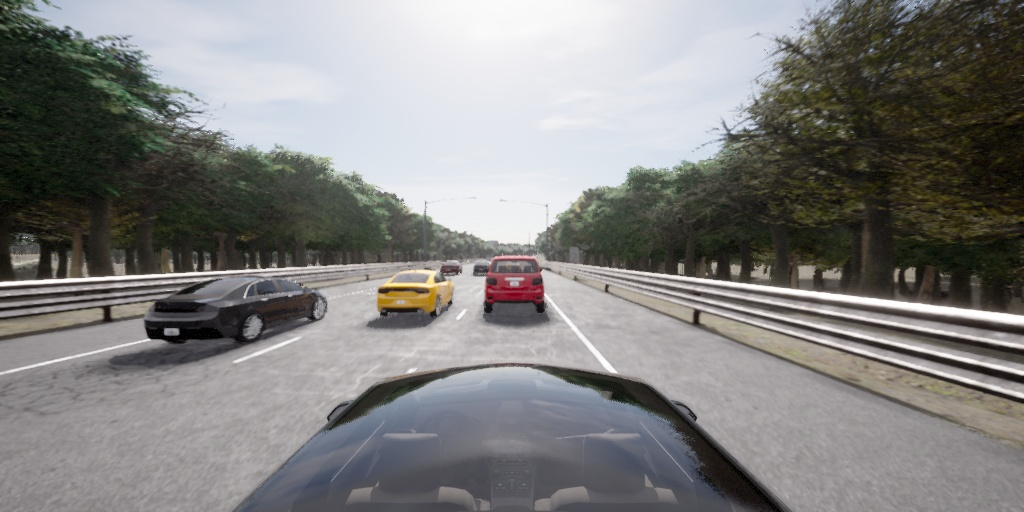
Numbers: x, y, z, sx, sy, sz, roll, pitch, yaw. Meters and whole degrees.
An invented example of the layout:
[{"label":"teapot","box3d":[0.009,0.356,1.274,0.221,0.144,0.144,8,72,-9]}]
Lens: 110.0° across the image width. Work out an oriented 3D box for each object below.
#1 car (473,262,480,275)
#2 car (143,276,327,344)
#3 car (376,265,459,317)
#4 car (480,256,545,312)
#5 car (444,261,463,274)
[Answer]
[{"label":"car","box3d":[-3.417,1.363,42.328,1.882,1.535,5.008,0,0,0]},{"label":"car","box3d":[-6.926,1.285,9.726,1.837,1.490,4.892,0,0,0]},{"label":"car","box3d":[-3.417,1.267,13.509,1.882,1.535,5.008,0,0,0]},{"label":"car","box3d":[0.088,1.017,14.652,2.150,2.045,5.566,0,0,0]},{"label":"car","box3d":[-6.916,1.360,41.588,1.882,1.535,5.008,0,0,0]}]
